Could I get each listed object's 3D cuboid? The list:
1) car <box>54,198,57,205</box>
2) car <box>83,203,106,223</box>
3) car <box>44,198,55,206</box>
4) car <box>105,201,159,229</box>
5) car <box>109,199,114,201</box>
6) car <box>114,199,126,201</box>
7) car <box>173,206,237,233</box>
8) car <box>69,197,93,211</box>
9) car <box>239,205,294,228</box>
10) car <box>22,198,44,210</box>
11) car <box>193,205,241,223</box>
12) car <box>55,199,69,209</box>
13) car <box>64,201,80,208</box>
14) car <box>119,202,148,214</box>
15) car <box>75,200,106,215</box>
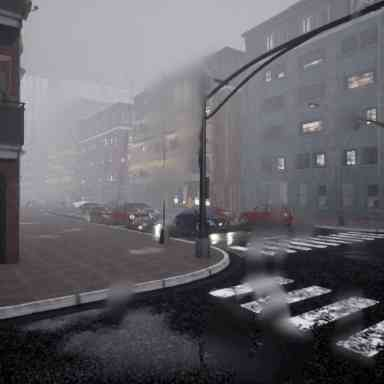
[{"bbox_3d":[-26.653,2.428,69.495,2.008,1.369,4.403,-1,0,-35],"label":"car"},{"bbox_3d":[-7.576,1.904,28.624,1.802,1.307,4.206,-1,0,-35],"label":"car"},{"bbox_3d":[-33.035,2.327,78.577,2.192,1.841,5.009,-1,0,-35],"label":"car"},{"bbox_3d":[-4.389,1.694,24.083,1.967,1.590,4.097,-1,0,-35],"label":"car"},{"bbox_3d":[-10.711,1.855,46.793,2.192,1.841,5.009,-1,0,-35],"label":"car"},{"bbox_3d":[-4.670,1.659,28.794,2.097,1.767,4.553,0,-1,-35],"label":"car"},{"bbox_3d":[0.545,1.759,21.371,1.994,1.385,4.181,0,-1,-35],"label":"car"},{"bbox_3d":[-16.553,1.839,50.857,2.150,2.045,5.566,0,-1,-35],"label":"car"},{"bbox_3d":[5.243,1.638,24.095,1.967,1.590,4.097,-1,0,-35],"label":"car"},{"bbox_3d":[-26.713,2.170,55.868,1.967,1.590,4.097,-1,0,-35],"label":"car"},{"bbox_3d":[2.053,1.849,28.633,1.802,1.307,4.206,-1,0,-35],"label":"car"},{"bbox_3d":[-22.519,2.270,59.332,1.812,1.442,4.674,0,-1,-35],"label":"car"},{"bbox_3d":[-23.463,2.376,64.955,1.947,1.339,4.313,-1,0,-35],"label":"car"},{"bbox_3d":[-7.518,2.037,42.252,1.947,1.339,4.313,-1,0,-35],"label":"car"},{"bbox_3d":[-11.633,1.961,38.721,1.837,1.490,4.892,0,-1,-35],"label":"car"}]
